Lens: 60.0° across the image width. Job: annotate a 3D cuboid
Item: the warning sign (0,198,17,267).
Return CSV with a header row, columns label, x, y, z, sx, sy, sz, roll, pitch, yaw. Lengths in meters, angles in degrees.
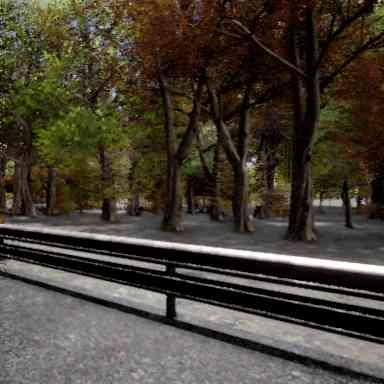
label,x,y,z,sx,sy,sz,roll,pitch,yaw
warning sign,-5.801,1.126,9.232,1.060,1.860,1.300,-1,0,35
